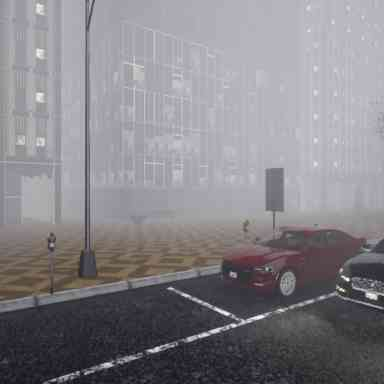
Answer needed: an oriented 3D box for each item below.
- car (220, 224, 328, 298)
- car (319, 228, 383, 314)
[{"bbox_3d":[2.719,1.545,8.501,4.507,1.381,1.887,0,0,-36],"label":"car"},{"bbox_3d":[4.999,1.507,6.959,4.892,1.490,1.837,1,-1,-35],"label":"car"}]
